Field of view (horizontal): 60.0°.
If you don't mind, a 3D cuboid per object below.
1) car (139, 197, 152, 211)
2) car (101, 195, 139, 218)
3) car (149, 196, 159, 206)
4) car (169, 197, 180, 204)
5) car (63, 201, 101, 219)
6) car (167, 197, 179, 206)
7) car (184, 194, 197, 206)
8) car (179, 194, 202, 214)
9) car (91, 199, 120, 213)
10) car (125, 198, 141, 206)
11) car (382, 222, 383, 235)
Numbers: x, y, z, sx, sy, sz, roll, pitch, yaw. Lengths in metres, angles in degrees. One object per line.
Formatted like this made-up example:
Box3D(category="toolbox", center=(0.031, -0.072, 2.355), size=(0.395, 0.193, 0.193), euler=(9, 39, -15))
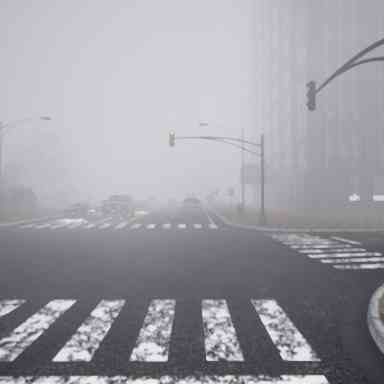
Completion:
Box3D(category="car", center=(-6.778, 1.681, 43.141), size=(1.895, 1.301, 4.718), euler=(0, 0, 0))
Box3D(category="car", center=(-6.729, 1.265, 30.937), size=(2.150, 2.045, 5.566), euler=(0, 0, 0))
Box3D(category="car", center=(-6.810, 1.492, 56.636), size=(2.097, 1.767, 4.553), euler=(0, 0, 0))
Box3D(category="car", center=(-3.548, 1.765, 69.435), size=(2.033, 1.411, 5.357), euler=(0, 0, 0))
Box3D(category="car", center=(-9.973, 1.604, 29.848), size=(1.994, 1.385, 4.181), euler=(0, 0, 0))
Box3D(category="car", center=(-3.504, 1.682, 59.432), size=(1.812, 1.442, 4.674), euler=(0, 0, 0))
Box3D(category="car", center=(-0.249, 1.383, 59.899), size=(2.150, 2.045, 5.566), euler=(0, 0, 0))
Box3D(category="car", center=(-0.052, 1.408, 36.129), size=(2.097, 1.767, 4.553), euler=(0, 0, 0))
Box3D(category="car", center=(-10.012, 1.613, 39.107), size=(2.033, 1.411, 5.357), euler=(0, 0, 0))
Box3D(category="car", center=(-10.061, 1.709, 57.212), size=(1.994, 1.385, 4.181), euler=(0, 0, 0))
Box3D(category="car", center=(11.467, 1.318, 15.580), size=(4.553, 1.767, 2.097), euler=(0, -2, -1))
